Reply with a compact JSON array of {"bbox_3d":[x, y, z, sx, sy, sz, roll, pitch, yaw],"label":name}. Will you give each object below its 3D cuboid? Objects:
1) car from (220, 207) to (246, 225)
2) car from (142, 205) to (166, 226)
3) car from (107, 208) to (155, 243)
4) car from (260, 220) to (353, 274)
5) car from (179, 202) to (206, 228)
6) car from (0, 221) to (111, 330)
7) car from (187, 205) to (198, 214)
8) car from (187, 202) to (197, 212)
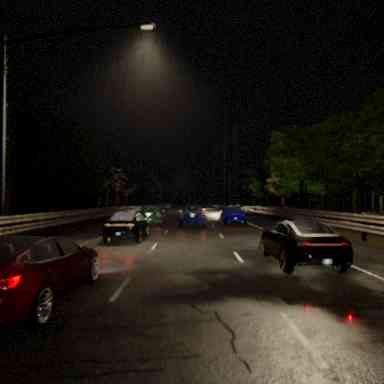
[{"bbox_3d":[3.606,2.096,29.884,1.882,1.535,5.008,0,-1,0],"label":"car"},{"bbox_3d":[-3.496,1.952,29.141,2.097,1.767,4.553,0,-1,0],"label":"car"},{"bbox_3d":[-3.497,1.828,18.169,2.128,1.511,4.902,0,-1,0],"label":"car"},{"bbox_3d":[3.601,1.679,11.260,2.128,1.511,4.902,0,-1,0],"label":"car"},{"bbox_3d":[0.026,1.904,27.293,2.097,1.767,4.553,0,-2,0],"label":"car"},{"bbox_3d":[-3.499,1.618,7.196,2.163,1.488,4.792,0,-1,0],"label":"car"},{"bbox_3d":[0.102,2.958,56.619,1.812,1.442,4.674,0,-2,0],"label":"car"},{"bbox_3d":[0.013,3.278,73.455,2.150,2.045,5.566,0,-2,0],"label":"car"}]
